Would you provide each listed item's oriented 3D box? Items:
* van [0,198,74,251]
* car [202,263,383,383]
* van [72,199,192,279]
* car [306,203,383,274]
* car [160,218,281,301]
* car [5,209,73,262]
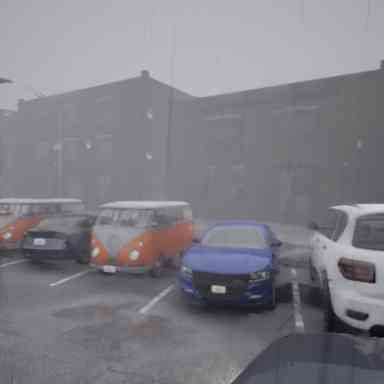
[{"bbox_3d":[-6.240,1.248,13.420,1.878,1.987,4.442,1,-1,15],"label":"van"},{"bbox_3d":[2.644,1.548,1.493,5.357,1.411,2.033,0,0,36],"label":"car"},{"bbox_3d":[-1.332,1.252,9.927,1.878,1.987,4.442,1,-1,15],"label":"van"},{"bbox_3d":[3.591,1.232,6.573,2.435,2.045,5.566,0,-1,15],"label":"car"},{"bbox_3d":[1.143,1.481,8.292,2.097,1.535,5.008,1,-1,16],"label":"car"},{"bbox_3d":[-3.754,1.507,11.816,2.163,1.488,4.792,0,-1,15],"label":"car"}]
